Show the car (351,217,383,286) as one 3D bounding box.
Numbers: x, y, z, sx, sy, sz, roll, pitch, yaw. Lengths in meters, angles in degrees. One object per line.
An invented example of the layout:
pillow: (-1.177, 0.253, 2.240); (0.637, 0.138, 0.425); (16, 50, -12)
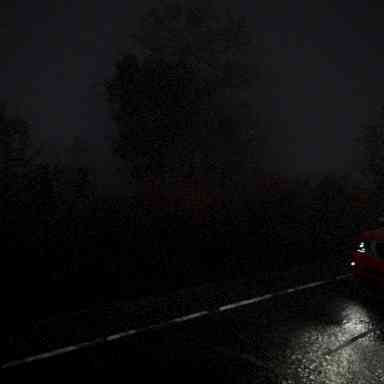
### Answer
car: (6.329, 1.241, 8.391); (5.566, 2.045, 2.150); (0, 0, -35)
